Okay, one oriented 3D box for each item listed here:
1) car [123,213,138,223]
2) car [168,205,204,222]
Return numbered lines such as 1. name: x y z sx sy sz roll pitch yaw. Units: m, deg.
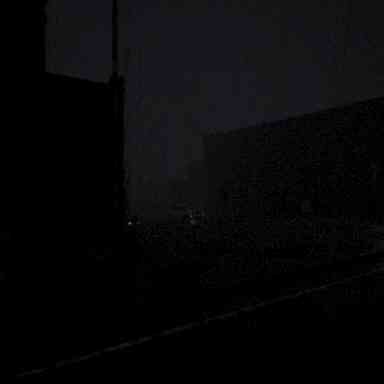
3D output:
1. car: -10.538 4.162 54.262 1.882 1.535 5.008 0 -5 -36
2. car: -0.846 2.620 40.881 2.150 2.045 5.566 0 -5 -36
